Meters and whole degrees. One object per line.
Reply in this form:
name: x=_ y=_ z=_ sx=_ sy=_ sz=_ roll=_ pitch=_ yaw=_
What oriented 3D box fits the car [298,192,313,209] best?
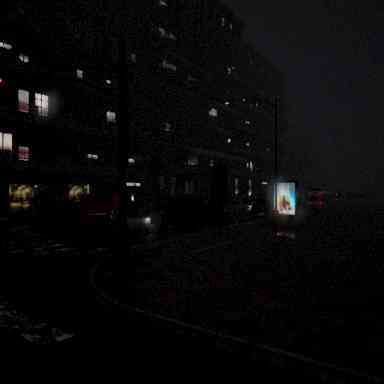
car: x=9.498 y=0.964 z=31.307 sx=1.947 sy=1.339 sz=4.313 roll=1 pitch=2 yaw=35

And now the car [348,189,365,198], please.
car: x=28.621 y=0.308 z=58.547 sx=1.887 sy=1.381 sz=4.507 roll=1 pitch=2 yaw=35

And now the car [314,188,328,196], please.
car: x=28.094 y=-0.025 z=72.377 sx=1.967 sy=1.590 sz=4.097 roll=2 pitch=2 yaw=35

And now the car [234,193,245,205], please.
car: x=5.789 y=0.828 z=40.607 sx=2.008 sy=1.369 sz=4.403 roll=2 pitch=2 yaw=35

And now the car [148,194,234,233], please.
car: x=-0.062 y=1.025 z=17.680 sx=2.192 sy=1.841 sz=5.009 roll=1 pitch=2 yaw=35

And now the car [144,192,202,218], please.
car: x=-1.366 y=0.938 z=25.930 sx=2.097 sy=1.767 sz=4.553 roll=0 pitch=1 yaw=35

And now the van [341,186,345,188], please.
van: x=37.654 y=-0.447 z=85.992 sx=1.690 sy=1.788 sz=3.998 roll=2 pitch=2 yaw=35

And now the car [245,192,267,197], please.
car: x=8.530 y=0.788 z=39.991 sx=1.812 sy=1.442 sz=4.674 roll=0 pitch=1 yaw=35

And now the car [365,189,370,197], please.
car: x=31.809 y=0.097 z=63.084 sx=1.967 sy=1.590 sz=4.097 roll=1 pitch=2 yaw=35

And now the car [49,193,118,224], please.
car: x=-6.955 y=1.009 z=22.444 sx=2.192 sy=1.841 sz=5.009 roll=1 pitch=2 yaw=35

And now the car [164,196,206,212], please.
car: x=-0.584 y=1.069 z=31.529 sx=1.802 sy=1.307 sz=4.206 roll=2 pitch=2 yaw=35

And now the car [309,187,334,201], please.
car: x=18.906 y=0.232 z=49.245 sx=2.150 sy=2.045 sz=5.566 roll=0 pitch=1 yaw=35

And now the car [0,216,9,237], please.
car: x=-10.460 y=1.424 z=14.630 sx=4.181 sy=1.385 sz=1.994 roll=-2 pitch=1 yaw=-41

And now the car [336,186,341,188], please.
car: x=34.467 y=-0.240 z=81.456 sx=1.967 sy=1.590 sz=4.097 roll=2 pitch=2 yaw=35

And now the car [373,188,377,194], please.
car: x=38.183 y=-0.012 z=72.167 sx=1.887 sy=1.381 sz=4.507 roll=1 pitch=2 yaw=35

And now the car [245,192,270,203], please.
car: x=8.974 y=0.754 z=45.146 sx=1.802 sy=1.307 sz=4.206 roll=2 pitch=2 yaw=35

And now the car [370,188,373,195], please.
car: x=34.995 y=0.095 z=67.627 sx=1.887 sy=1.381 sz=4.507 roll=1 pitch=2 yaw=35

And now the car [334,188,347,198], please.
car: x=25.090 y=0.405 z=58.053 sx=1.895 sy=1.301 sz=4.718 roll=0 pitch=1 yaw=35

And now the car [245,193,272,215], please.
car: x=6.311 y=1.069 z=26.766 sx=1.947 sy=1.339 sz=4.313 roll=1 pitch=2 yaw=35
